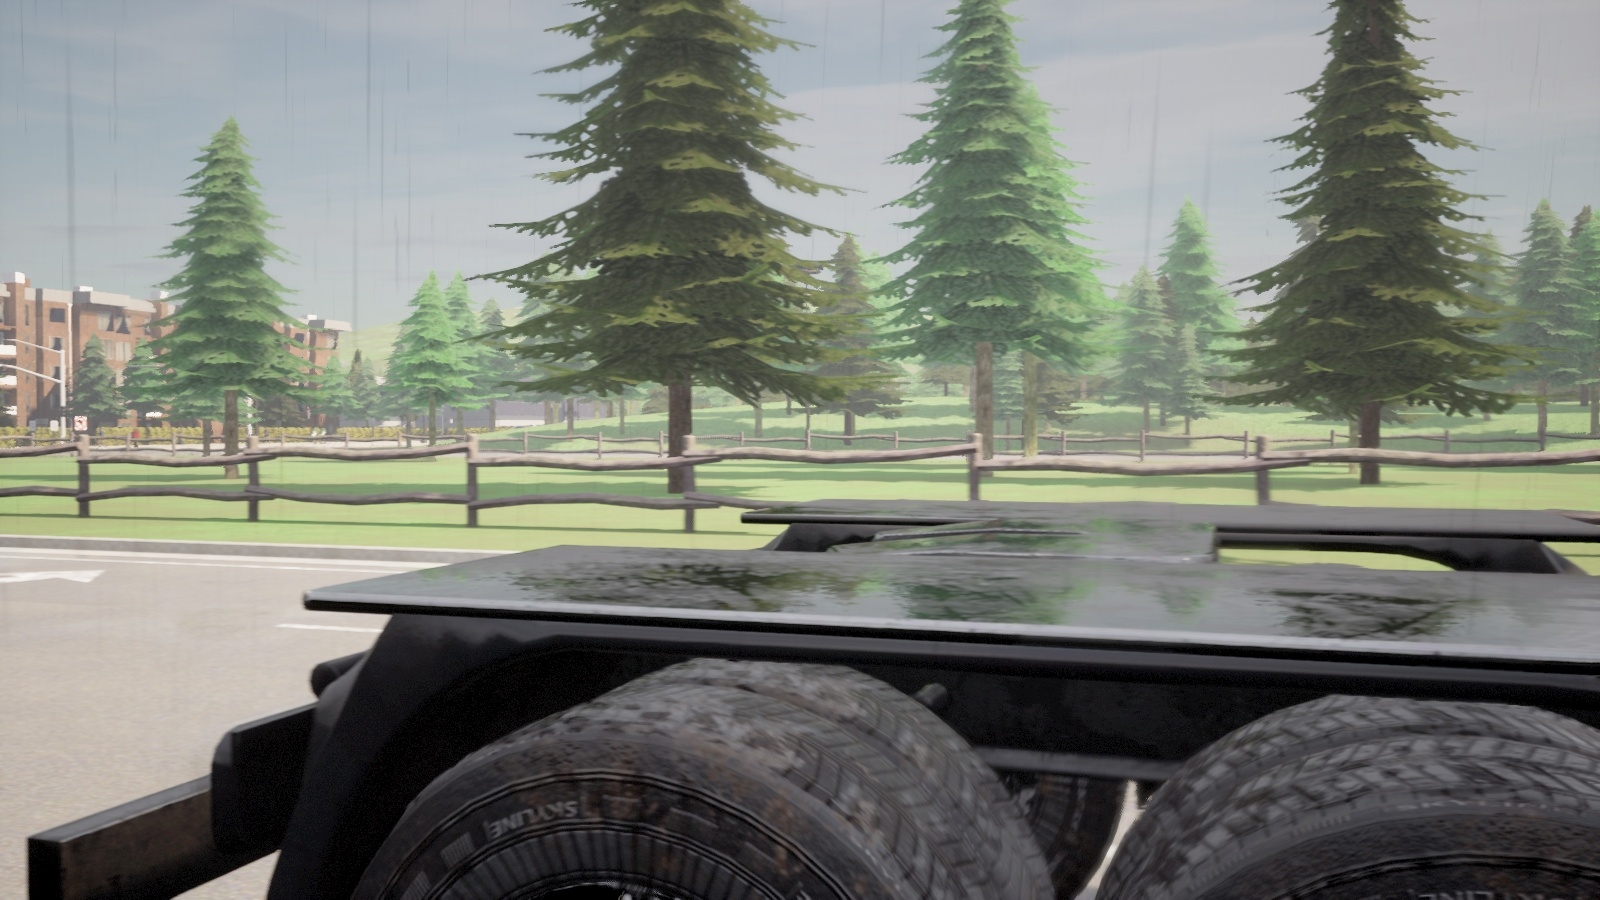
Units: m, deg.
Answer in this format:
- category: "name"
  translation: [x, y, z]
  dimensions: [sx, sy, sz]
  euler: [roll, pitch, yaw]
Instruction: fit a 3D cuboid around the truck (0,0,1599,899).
- category: "truck"
  translation: [2.696, -0.180, 2.270]
  dimensions: [7.936, 3.462, 2.891]
  euler: [1, 1, 19]
